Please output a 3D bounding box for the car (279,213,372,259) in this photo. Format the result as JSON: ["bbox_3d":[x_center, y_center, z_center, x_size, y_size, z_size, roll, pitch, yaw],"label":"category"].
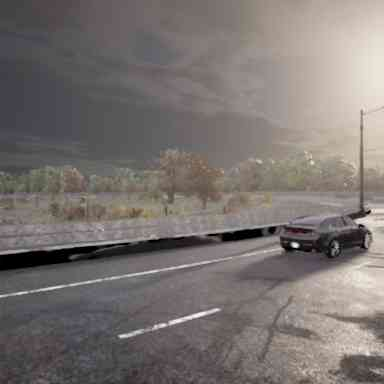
[{"bbox_3d":[5.340,1.583,13.027,4.892,1.490,1.837,0,0,-42],"label":"car"}]
